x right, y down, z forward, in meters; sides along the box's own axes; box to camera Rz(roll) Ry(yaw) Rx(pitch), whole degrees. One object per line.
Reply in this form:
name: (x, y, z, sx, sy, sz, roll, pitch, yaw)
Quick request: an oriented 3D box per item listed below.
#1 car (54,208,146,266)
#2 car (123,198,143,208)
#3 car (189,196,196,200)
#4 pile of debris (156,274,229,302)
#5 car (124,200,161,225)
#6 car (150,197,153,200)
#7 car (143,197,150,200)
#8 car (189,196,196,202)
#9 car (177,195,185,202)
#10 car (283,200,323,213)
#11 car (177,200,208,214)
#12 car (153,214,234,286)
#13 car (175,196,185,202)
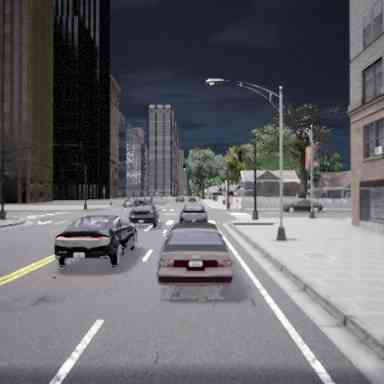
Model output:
car: (-3.138, 1.546, 11.689, 2.128, 1.511, 4.902, 0, 0, 0)
car: (-9.771, 1.731, 53.520, 2.128, 1.511, 4.902, 0, 0, 1)
car: (0.087, 1.877, 83.845, 1.837, 1.490, 4.892, 0, 0, 0)
pile of debris: (0.008, 2.212, 7.825, 1.500, 0.140, 1.860, 0, 0, 0)
car: (-3.341, 1.603, 23.542, 1.837, 1.490, 4.892, 0, 0, -3)
car: (-9.675, 1.850, 72.952, 1.812, 1.442, 4.674, 0, 0, 0)
car: (-9.728, 1.881, 62.840, 1.895, 1.301, 4.718, 0, 0, 1)
car: (0.098, 1.954, 94.080, 1.812, 1.442, 4.674, 0, 0, 0)
car: (-3.153, 1.783, 93.638, 2.097, 1.767, 4.553, 0, 0, 0)
car: (13.324, 1.739, 40.444, 4.892, 1.490, 1.837, 0, -1, 0)
car: (0.124, 1.593, 23.276, 2.128, 1.511, 4.902, 0, 0, 0)
car: (0.081, 1.591, 9.599, 2.033, 1.411, 5.357, 0, 0, 0)
car: (-3.163, 1.899, 83.493, 1.812, 1.442, 4.674, 0, 0, 0)
